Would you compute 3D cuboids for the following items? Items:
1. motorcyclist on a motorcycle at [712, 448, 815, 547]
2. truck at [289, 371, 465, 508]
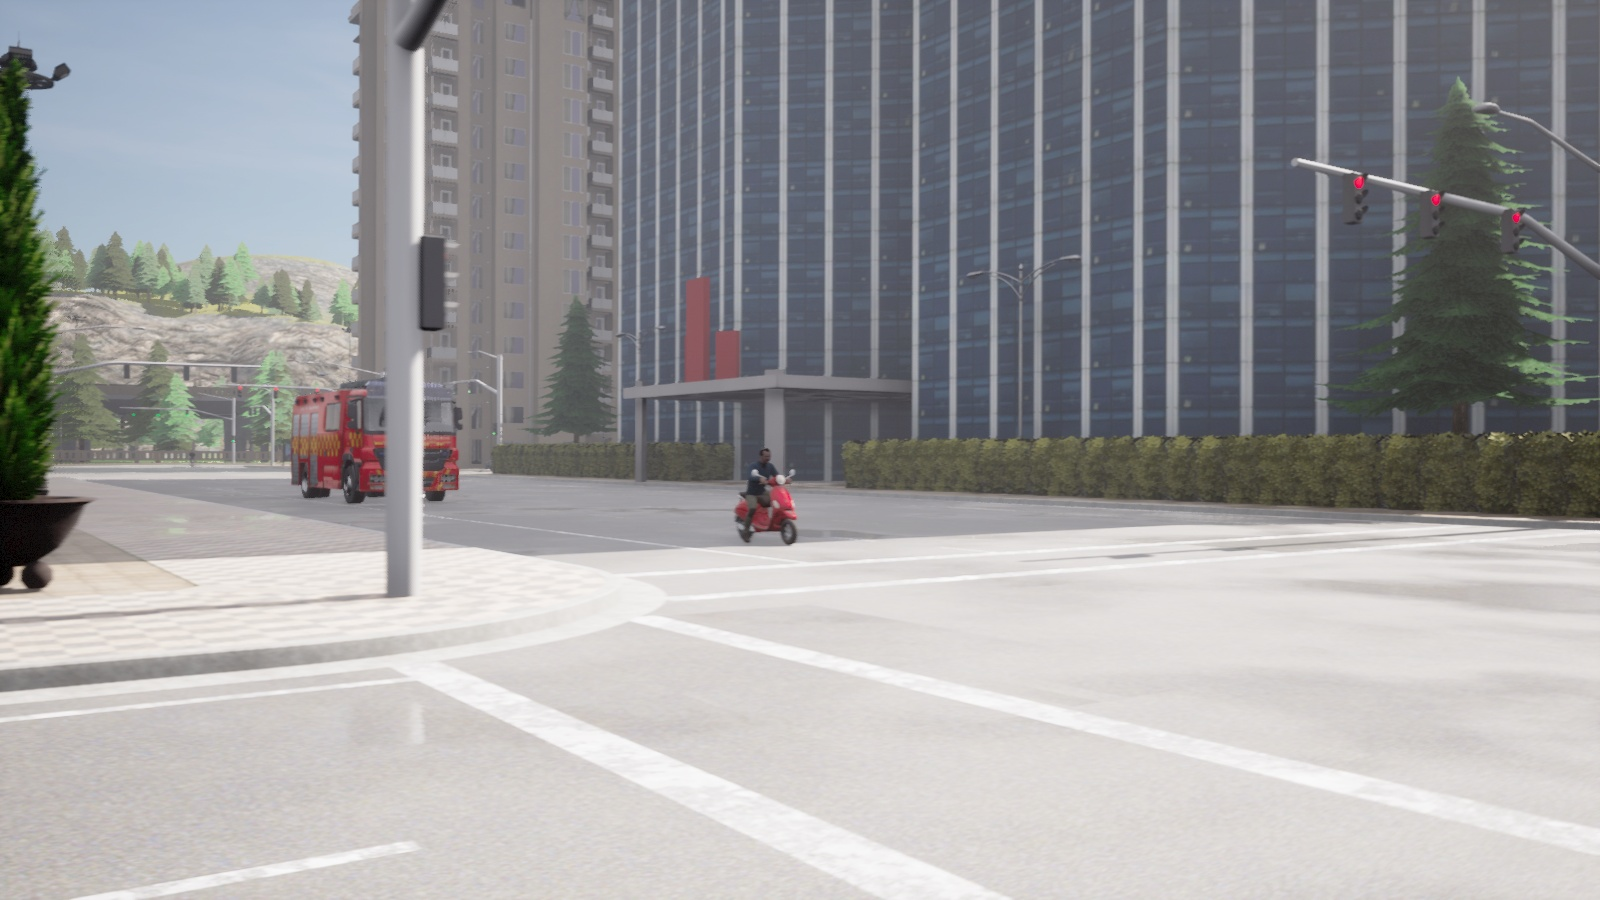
[{"bbox_3d":[-0.640,0.767,21.101,0.866,1.590,1.817,0,0,-35],"label":"motorcyclist on a motorcycle"},{"bbox_3d":[-13.385,-0.279,39.172,2.891,3.827,8.468,0,0,-35],"label":"truck"}]
